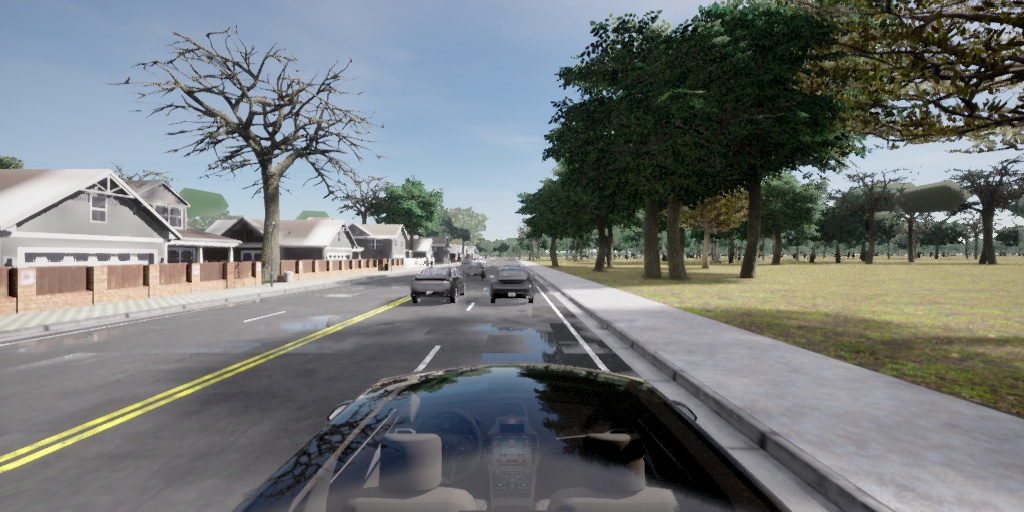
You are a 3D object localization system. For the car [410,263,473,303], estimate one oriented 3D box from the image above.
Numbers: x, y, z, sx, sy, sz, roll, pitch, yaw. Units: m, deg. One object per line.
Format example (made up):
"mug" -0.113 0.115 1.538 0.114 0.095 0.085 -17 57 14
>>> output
"car" -3.250 1.244 16.501 2.128 1.511 4.902 0 0 0

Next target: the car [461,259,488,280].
"car" -3.250 1.250 31.501 2.128 1.511 4.902 0 0 0

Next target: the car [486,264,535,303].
"car" 0.000 1.265 16.500 1.837 1.490 4.892 0 0 0

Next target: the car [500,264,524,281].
"car" 0.000 1.372 31.530 1.895 1.301 4.718 0 0 0
